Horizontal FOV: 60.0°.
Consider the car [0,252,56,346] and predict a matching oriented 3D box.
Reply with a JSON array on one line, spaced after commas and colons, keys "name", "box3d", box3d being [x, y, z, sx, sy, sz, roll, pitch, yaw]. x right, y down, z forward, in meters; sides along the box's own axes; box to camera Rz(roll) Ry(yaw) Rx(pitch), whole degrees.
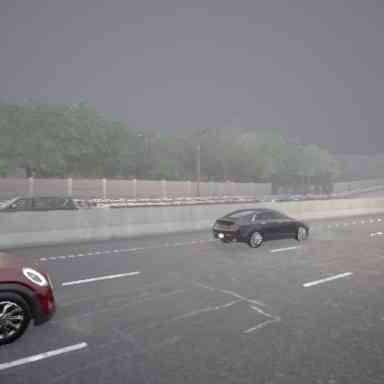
[{"name": "car", "box3d": [-4.477, 1.351, 4.846, 4.553, 1.767, 2.097, 0, 0, -35]}]

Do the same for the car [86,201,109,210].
[{"name": "car", "box3d": [-10.294, 1.565, 31.026, 4.718, 1.301, 1.895, 0, 0, -35]}]

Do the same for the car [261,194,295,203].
[{"name": "car", "box3d": [10.719, 1.083, 41.532, 4.553, 1.767, 2.097, -1, 1, -35]}]

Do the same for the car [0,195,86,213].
[{"name": "car", "box3d": [-9.299, 1.218, 18.852, 5.566, 2.045, 2.150, 0, 0, -35]}]

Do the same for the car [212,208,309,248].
[{"name": "car", "box3d": [3.126, 1.462, 14.550, 4.892, 1.490, 1.837, -1, 0, -35]}]

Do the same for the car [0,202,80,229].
[{"name": "car", "box3d": [-10.280, 1.497, 22.447, 4.892, 1.490, 1.837, 0, 0, -35]}]
